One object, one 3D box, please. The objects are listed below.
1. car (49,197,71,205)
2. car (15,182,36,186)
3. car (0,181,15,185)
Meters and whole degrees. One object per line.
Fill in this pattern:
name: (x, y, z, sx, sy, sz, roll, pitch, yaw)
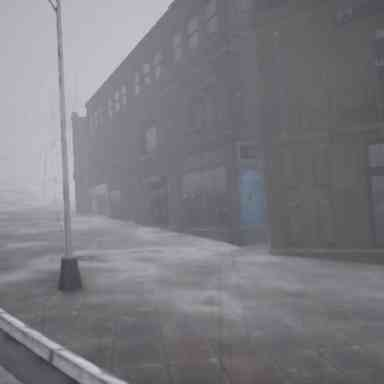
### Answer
car: (-25.214, 1.750, 63.685, 1.837, 1.490, 4.892, -5, -1, 15)
car: (-42.559, -1.819, 83.370, 2.097, 1.535, 5.008, -5, -3, 28)
car: (-45.153, -1.873, 78.465, 2.002, 1.452, 4.674, -5, -3, 29)
